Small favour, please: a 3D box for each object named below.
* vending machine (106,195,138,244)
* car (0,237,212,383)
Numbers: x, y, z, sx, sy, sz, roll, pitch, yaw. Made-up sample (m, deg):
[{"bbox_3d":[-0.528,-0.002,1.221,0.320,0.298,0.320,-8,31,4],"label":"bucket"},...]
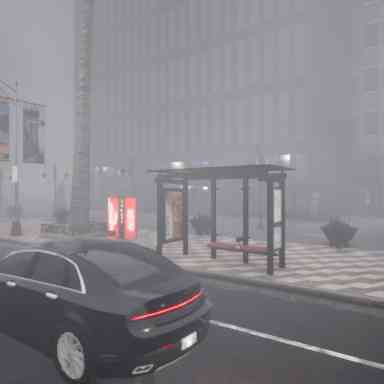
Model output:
[{"bbox_3d":[-3.186,1.195,15.179,0.880,2.100,1.100,0,0,35],"label":"vending machine"},{"bbox_3d":[-2.001,1.506,5.366,4.892,1.490,1.837,0,0,36],"label":"car"}]
